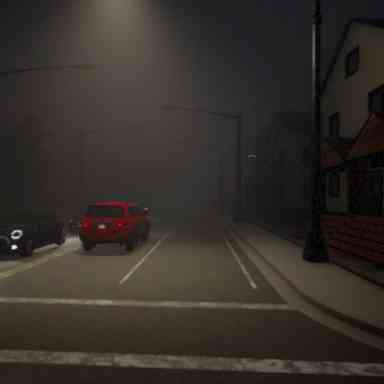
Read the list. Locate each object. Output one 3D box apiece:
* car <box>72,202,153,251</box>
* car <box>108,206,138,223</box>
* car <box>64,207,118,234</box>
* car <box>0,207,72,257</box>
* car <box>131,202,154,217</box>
[{"bbox_3d":[-3.451,1.517,15.864,2.150,2.045,5.566,1,-1,3],"label":"car"},{"bbox_3d":[-6.630,2.122,32.459,1.812,1.442,4.674,1,-1,2],"label":"car"},{"bbox_3d":[-6.878,1.895,23.191,2.128,1.511,4.902,1,-1,2],"label":"car"},{"bbox_3d":[-7.111,1.563,13.967,2.097,1.767,4.553,1,-1,1],"label":"car"},{"bbox_3d":[-6.329,2.164,42.730,2.097,1.767,4.553,1,-1,2],"label":"car"}]
